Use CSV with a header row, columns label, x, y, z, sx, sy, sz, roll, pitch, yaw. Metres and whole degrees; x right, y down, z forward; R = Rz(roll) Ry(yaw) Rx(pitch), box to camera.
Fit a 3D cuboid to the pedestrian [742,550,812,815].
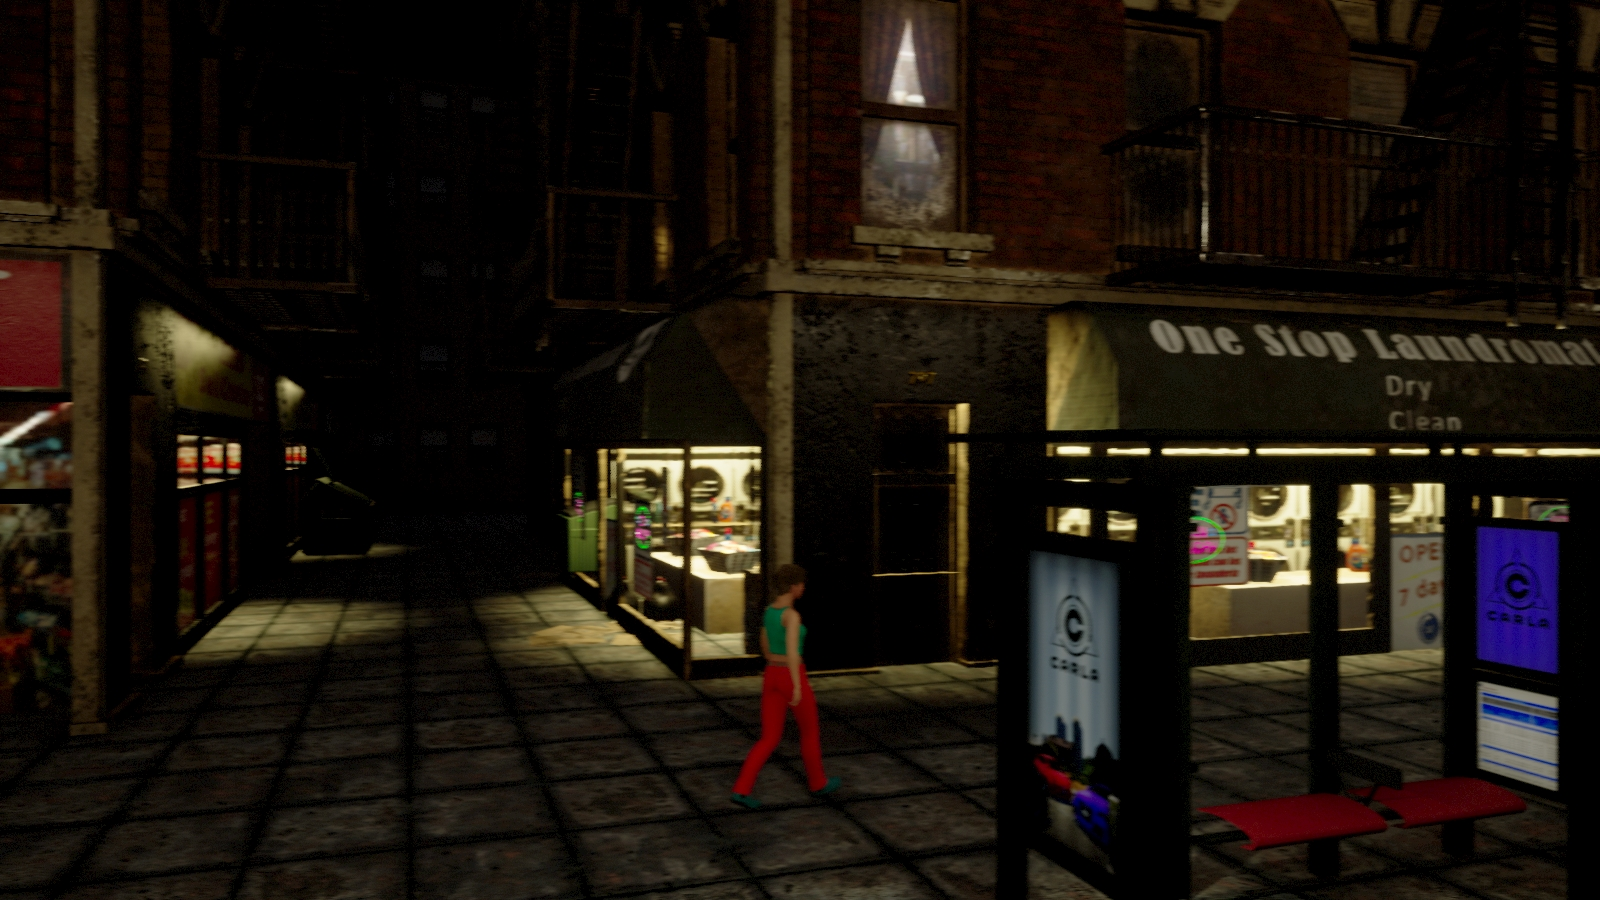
label,x,y,z,sx,sy,sz,roll,pitch,yaw
pedestrian,-0.173,1.695,8.477,0.375,1.860,0.375,0,0,-34
